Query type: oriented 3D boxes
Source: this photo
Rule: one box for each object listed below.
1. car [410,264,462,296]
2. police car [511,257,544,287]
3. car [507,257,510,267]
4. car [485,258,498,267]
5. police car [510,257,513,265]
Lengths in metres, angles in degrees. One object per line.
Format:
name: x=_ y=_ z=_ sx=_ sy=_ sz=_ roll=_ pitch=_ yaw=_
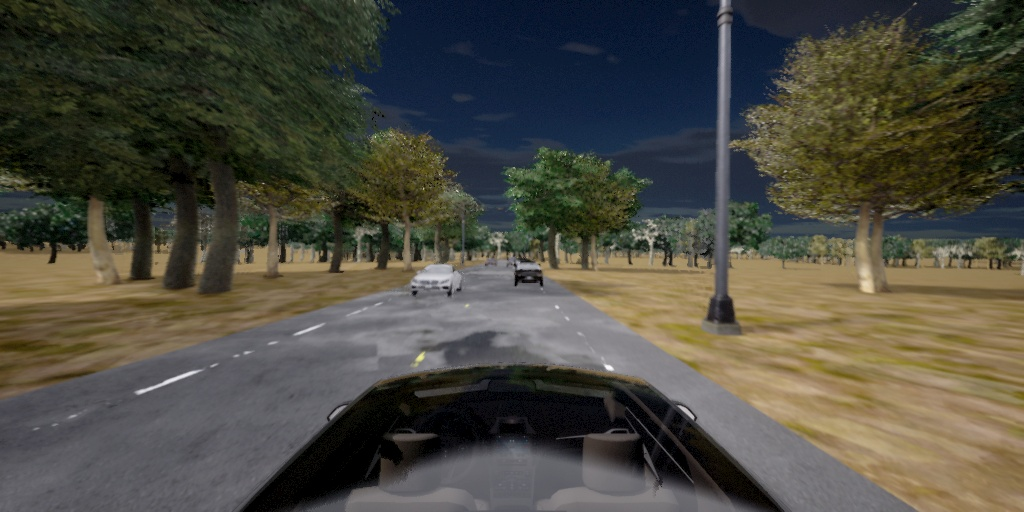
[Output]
car: x=-3.574 y=1.125 z=17.715 sx=1.812 sy=1.442 sz=4.674 roll=1 pitch=-2 yaw=0
police car: x=1.056 y=1.111 z=24.450 sx=1.930 sy=1.638 sz=5.238 roll=0 pitch=0 yaw=0
car: x=0.031 y=1.093 z=61.789 sx=2.033 sy=1.411 sz=5.357 roll=2 pitch=0 yaw=1
car: x=-3.483 y=1.010 z=60.657 sx=1.994 sy=1.385 sz=4.181 roll=1 pitch=1 yaw=1
police car: x=1.082 y=1.053 z=34.460 sx=1.930 sy=1.638 sz=5.238 roll=2 pitch=0 yaw=0
